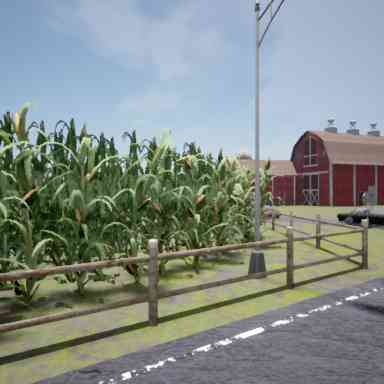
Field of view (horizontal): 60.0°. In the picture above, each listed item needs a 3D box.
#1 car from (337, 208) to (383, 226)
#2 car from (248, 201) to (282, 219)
[{"bbox_3d":[12.526,1.758,22.811,1.895,1.301,4.718,0,-1,-27],"label":"car"},{"bbox_3d":[6.905,1.914,32.977,1.994,1.385,4.181,1,-1,-28],"label":"car"}]
